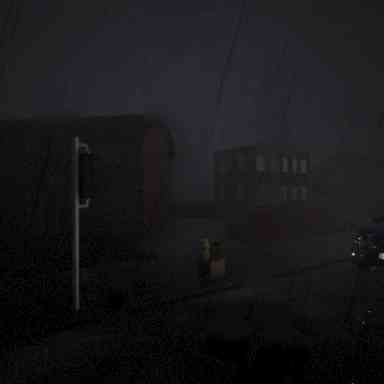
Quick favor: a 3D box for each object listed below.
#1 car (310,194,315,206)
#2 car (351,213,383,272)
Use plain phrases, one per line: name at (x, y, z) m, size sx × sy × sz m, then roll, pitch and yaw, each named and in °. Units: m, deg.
car at (10.166, 1.117, 31.696) m, size 3.866 × 1.878 × 1.905 m, roll 0°, pitch 0°, yaw -37°
car at (7.000, 1.248, 9.932) m, size 5.566 × 2.045 × 2.150 m, roll 0°, pitch 0°, yaw -37°
